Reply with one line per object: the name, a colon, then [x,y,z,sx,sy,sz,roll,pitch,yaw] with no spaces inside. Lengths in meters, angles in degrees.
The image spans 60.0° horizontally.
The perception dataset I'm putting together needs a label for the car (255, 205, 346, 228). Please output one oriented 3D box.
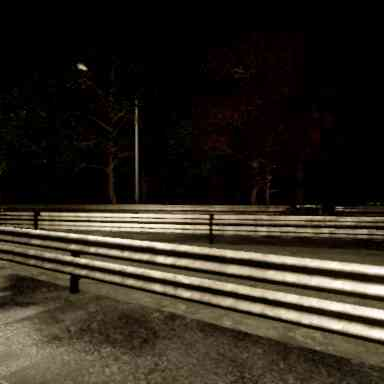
car: [6.051,1.553,18.888,4.856,1.649,2.033,-1,0,19]
